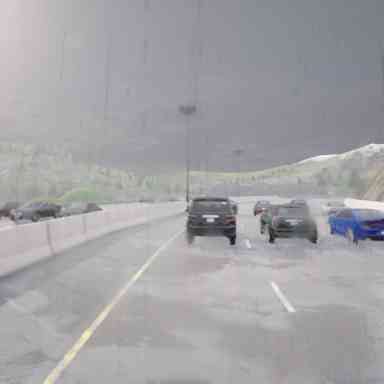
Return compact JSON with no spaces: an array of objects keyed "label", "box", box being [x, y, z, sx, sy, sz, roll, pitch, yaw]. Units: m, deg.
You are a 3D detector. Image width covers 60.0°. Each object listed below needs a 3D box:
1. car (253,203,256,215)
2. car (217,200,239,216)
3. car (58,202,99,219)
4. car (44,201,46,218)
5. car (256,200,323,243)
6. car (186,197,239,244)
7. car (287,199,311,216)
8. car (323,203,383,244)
[{"label":"car","box":[7.343,1.597,34.110,1.994,1.385,4.181,0,0,12]},{"label":"car","box":[3.727,1.551,33.961,1.812,1.442,4.674,0,0,12]},{"label":"car","box":[-8.554,1.520,25.769,1.812,1.442,4.674,0,0,8]},{"label":"car","box":[-12.056,1.479,25.948,2.128,1.511,4.902,0,0,8]},{"label":"car","box":[4.573,1.370,16.339,2.097,1.767,4.553,0,0,5]},{"label":"car","box":[1.007,1.232,16.124,2.150,2.045,5.566,0,0,6]},{"label":"car","box":[10.944,1.546,34.266,1.837,1.490,4.892,0,0,12]},{"label":"car","box":[8.037,1.503,15.942,1.882,1.535,5.008,0,0,6]}]
